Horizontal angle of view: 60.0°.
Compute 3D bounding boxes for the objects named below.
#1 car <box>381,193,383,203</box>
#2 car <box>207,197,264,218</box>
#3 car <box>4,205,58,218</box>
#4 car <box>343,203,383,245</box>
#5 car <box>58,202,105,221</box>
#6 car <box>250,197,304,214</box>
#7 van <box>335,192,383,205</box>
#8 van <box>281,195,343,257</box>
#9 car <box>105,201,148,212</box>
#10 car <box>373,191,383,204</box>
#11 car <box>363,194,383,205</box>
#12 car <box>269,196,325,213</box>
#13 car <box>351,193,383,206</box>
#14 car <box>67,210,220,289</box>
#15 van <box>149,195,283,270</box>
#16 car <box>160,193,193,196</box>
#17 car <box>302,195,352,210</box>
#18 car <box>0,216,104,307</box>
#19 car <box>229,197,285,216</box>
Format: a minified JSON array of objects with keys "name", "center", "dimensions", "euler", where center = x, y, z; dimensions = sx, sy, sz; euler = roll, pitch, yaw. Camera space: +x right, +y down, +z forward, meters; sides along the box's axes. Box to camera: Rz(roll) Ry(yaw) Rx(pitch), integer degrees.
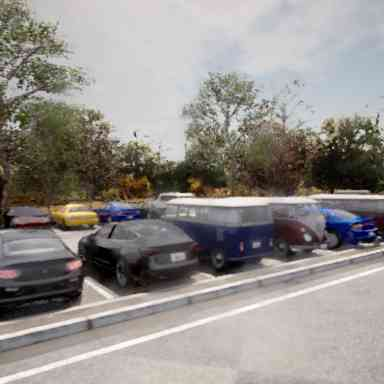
[{"name":"car","center":[30.803,0.881,48.726],"dimensions":[2.097,1.535,5.008],"euler":[-1,1,-36]},{"name":"car","center":[3.723,1.294,29.338],"dimensions":[2.097,1.535,5.008],"euler":[-1,1,-36]},{"name":"car","center":[-9.797,1.519,19.617],"dimensions":[2.163,1.488,4.792],"euler":[-1,0,-36]},{"name":"car","center":[5.190,1.388,14.290],"dimensions":[2.097,1.535,5.008],"euler":[-1,1,-36]},{"name":"car","center":[-7.668,1.457,21.404],"dimensions":[1.946,1.575,5.366],"euler":[-1,0,-36]},{"name":"car","center":[8.222,1.254,32.589],"dimensions":[2.163,1.488,4.792],"euler":[-1,1,-36]},{"name":"van","center":[7.395,1.127,16.019],"dimensions":[1.878,1.987,4.442],"euler":[-1,1,-36]},{"name":"van","center":[2.970,1.196,12.564],"dimensions":[1.878,1.987,4.442],"euler":[-1,1,-36]},{"name":"car","center":[-5.299,1.430,22.866],"dimensions":[2.097,1.535,5.008],"euler":[-1,0,-36]},{"name":"car","center":[28.530,0.789,47.130],"dimensions":[2.185,1.767,4.553],"euler":[-1,0,-36]},{"name":"car","center":[26.294,0.989,45.488],"dimensions":[2.002,1.452,4.674],"euler":[-1,1,-36]},{"name":"car","center":[10.603,1.187,34.029],"dimensions":[1.946,1.575,5.366],"euler":[-1,1,-36]},{"name":"car","center":[24.039,0.982,43.870],"dimensions":[2.097,1.535,5.008],"euler":[-1,1,-36]},{"name":"car","center":[-1.670,1.511,9.421],"dimensions":[2.163,1.488,4.792],"euler":[-1,0,-36]},{"name":"van","center":[0.556,1.226,11.122],"dimensions":[1.878,1.987,4.442],"euler":[-1,0,-36]},{"name":"car","center":[-0.774,1.112,26.077],"dimensions":[2.435,2.045,5.566],"euler":[-1,1,-36]},{"name":"car","center":[15.026,1.150,37.389],"dimensions":[2.163,1.488,4.792],"euler":[-1,1,-36]},{"name":"car","center":[-3.934,1.545,7.761],"dimensions":[2.002,1.452,4.674],"euler":[-1,0,-36]},{"name":"car","center":[5.979,1.260,30.955],"dimensions":[2.231,1.521,4.892],"euler":[-1,1,-36]}]
